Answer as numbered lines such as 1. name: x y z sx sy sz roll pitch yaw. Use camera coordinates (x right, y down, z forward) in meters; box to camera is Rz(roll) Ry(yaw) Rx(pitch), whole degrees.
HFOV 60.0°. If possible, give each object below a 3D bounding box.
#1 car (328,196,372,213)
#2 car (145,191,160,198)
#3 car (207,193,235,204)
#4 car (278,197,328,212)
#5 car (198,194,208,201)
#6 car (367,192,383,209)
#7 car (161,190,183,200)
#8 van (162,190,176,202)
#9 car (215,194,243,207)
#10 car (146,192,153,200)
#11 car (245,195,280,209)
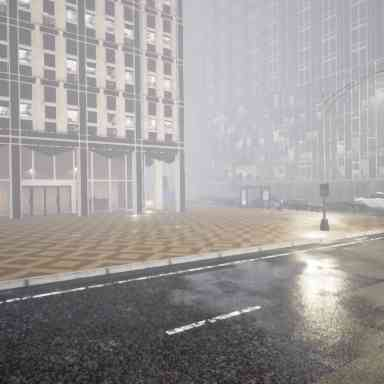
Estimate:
1. car: 16.084 1.406 34.974 1.994 1.385 4.181 -1 1 -35
2. car: -9.963 0.684 83.115 1.967 1.590 4.097 0 1 -34
3. car: 4.963 1.264 51.174 1.895 1.301 4.718 -1 1 -34
4. car: 11.992 1.422 36.141 1.947 1.339 4.313 -1 1 -34
5. car: 2.913 1.041 64.380 1.802 1.307 4.206 -1 1 -34
6. car: 19.782 1.029 35.258 2.150 2.045 5.566 -1 1 -34
7. car: -4.346 0.638 70.328 2.150 2.045 5.566 -1 1 -34
8. van: -3.994 0.935 59.633 1.690 1.788 3.998 0 1 -34
9. car: 5.617 1.318 45.554 1.947 1.339 4.313 -1 1 -34
10. car: -10.432 1.037 69.004 2.008 1.369 4.403 0 1 -34
11. car: 8.788 1.386 40.838 1.802 1.307 4.206 -1 1 -34
